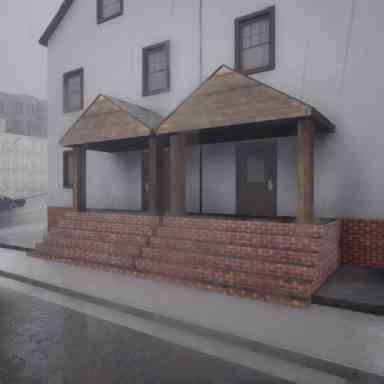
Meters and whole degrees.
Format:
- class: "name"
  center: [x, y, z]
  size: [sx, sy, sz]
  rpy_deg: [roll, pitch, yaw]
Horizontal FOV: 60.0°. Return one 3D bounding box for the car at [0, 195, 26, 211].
- class: "car"
  center: [-15.468, 1.012, 25.408]
  size: [1.895, 1.301, 4.718]
  rpy_deg: [0, 6, 35]
